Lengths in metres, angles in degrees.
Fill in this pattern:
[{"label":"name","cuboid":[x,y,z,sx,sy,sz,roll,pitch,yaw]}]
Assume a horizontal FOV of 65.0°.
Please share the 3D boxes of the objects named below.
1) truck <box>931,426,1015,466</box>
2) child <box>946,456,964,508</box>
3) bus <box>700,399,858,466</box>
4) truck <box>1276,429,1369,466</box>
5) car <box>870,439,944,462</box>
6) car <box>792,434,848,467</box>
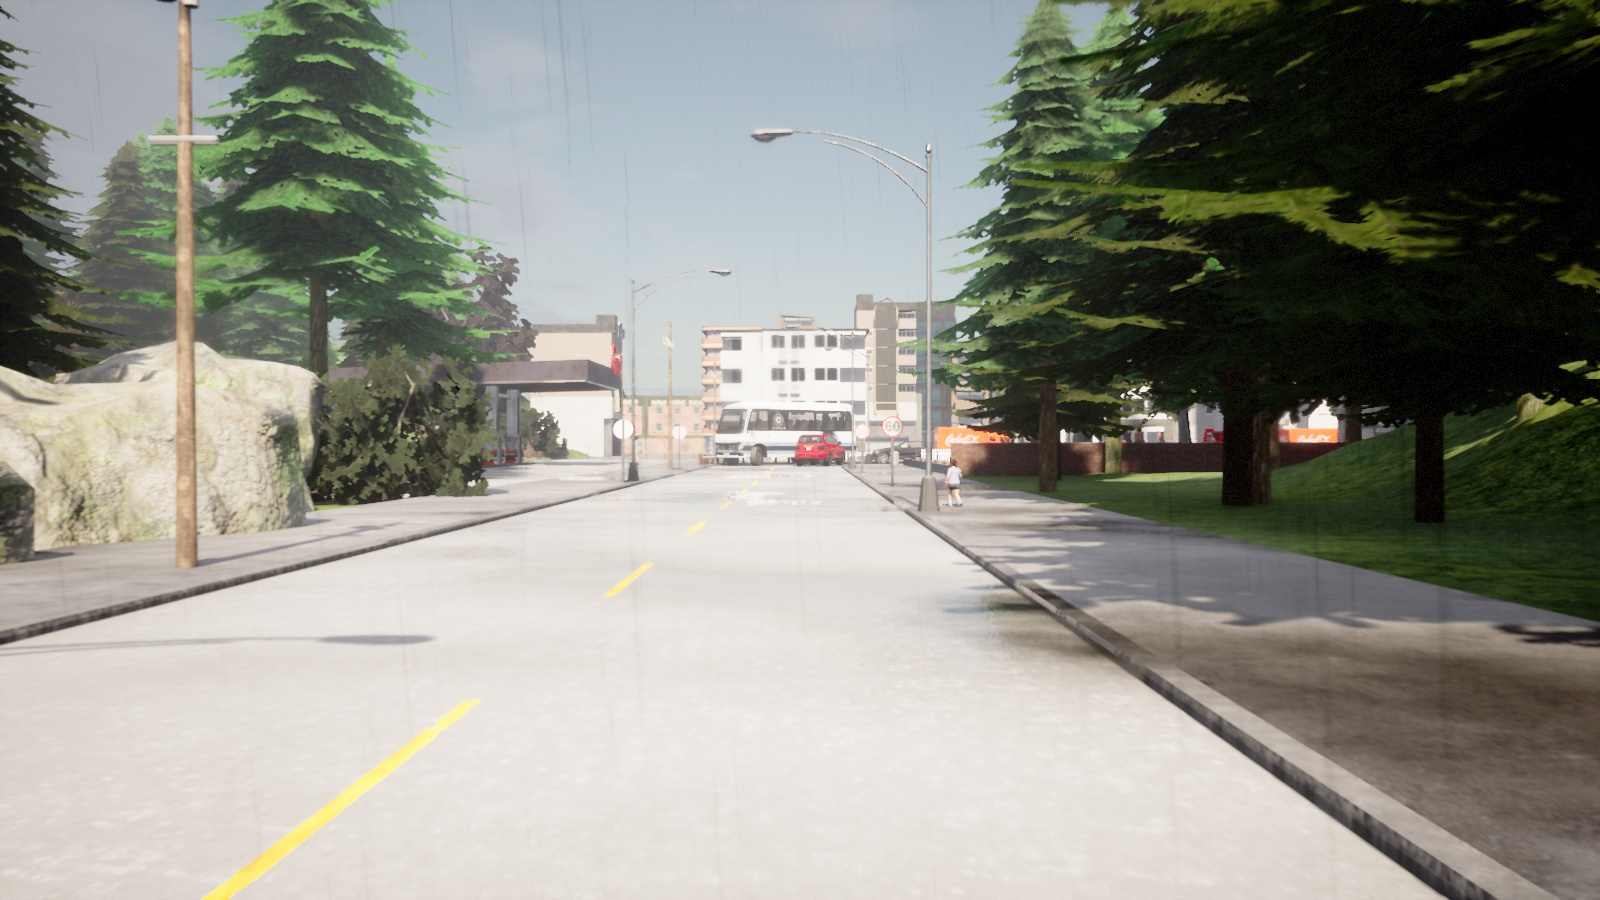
[{"label":"truck","cuboid":[11.767,-0.247,85.635,5.204,2.467,2.627,2,0,-1]},{"label":"child","cuboid":[3.334,0.687,27.025,0.255,1.110,0.394,0,0,-13]},{"label":"bus","cuboid":[-1.313,-1.107,84.021,10.273,4.253,3.944,0,0,-39]},{"label":"truck","cuboid":[35.487,-0.193,85.454,5.204,2.467,2.627,0,0,0]},{"label":"car","cuboid":[7.609,0.028,89.455,5.027,1.651,2.152,0,0,-3]},{"label":"car","cuboid":[1.337,0.011,80.785,2.150,2.045,5.566,0,0,17]}]
